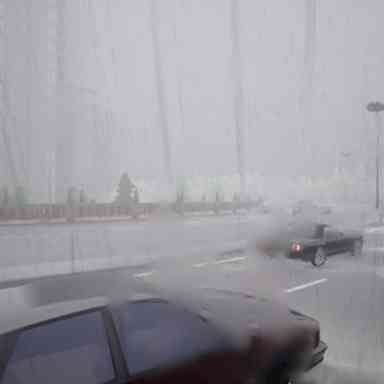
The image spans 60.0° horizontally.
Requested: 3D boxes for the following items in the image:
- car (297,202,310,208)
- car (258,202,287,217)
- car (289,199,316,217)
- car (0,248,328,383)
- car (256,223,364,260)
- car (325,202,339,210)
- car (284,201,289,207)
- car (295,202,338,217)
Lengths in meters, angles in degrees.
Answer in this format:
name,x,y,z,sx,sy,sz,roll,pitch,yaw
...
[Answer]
name,x,y,z,sx,sy,sz,roll,pitch,yaw
car,26.287,3.031,78.650,1.812,1.442,4.674,0,-1,5
car,9.522,2.198,39.967,1.994,1.385,4.181,0,-1,32
car,13.730,1.896,40.032,2.150,2.045,5.566,0,-1,31
car,-0.923,1.576,3.223,5.357,1.411,2.033,1,-1,-37
car,4.517,1.788,12.213,4.718,1.301,1.895,1,-1,-42
car,28.225,2.776,67.314,1.882,1.535,5.008,0,-1,14
car,22.754,2.838,78.333,2.097,1.767,4.553,0,-1,5
car,11.623,2.001,30.711,2.128,1.511,4.902,0,-1,36
